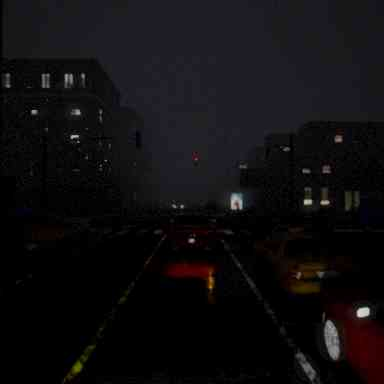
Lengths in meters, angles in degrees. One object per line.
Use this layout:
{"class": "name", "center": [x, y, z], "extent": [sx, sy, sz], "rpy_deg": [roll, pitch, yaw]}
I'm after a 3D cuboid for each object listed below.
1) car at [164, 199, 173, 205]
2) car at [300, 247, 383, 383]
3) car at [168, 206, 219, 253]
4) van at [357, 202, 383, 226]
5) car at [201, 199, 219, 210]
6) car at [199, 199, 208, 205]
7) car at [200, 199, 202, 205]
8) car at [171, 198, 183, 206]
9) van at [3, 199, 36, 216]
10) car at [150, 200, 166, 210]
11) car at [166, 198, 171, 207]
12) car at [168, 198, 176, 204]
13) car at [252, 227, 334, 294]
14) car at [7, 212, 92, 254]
{"class": "car", "center": [-5.637, 2.355, 80.859], "extent": [1.752, 1.417, 4.829], "rpy_deg": [0, -1, 0]}
{"class": "car", "center": [2.688, 1.574, 2.993], "extent": [1.887, 1.381, 4.507], "rpy_deg": [0, -1, 0]}
{"class": "car", "center": [0.051, 1.617, 14.477], "extent": [1.882, 1.535, 5.008], "rpy_deg": [0, 0, 1]}
{"class": "van", "center": [14.677, 1.651, 25.144], "extent": [3.998, 1.788, 1.690], "rpy_deg": [0, 0, 0]}
{"class": "car", "center": [2.718, 1.902, 46.857], "extent": [1.967, 1.590, 4.097], "rpy_deg": [0, -1, 0]}
{"class": "car", "center": [2.744, 2.383, 81.035], "extent": [2.008, 1.369, 4.403], "rpy_deg": [-1, -1, 0]}
{"class": "car", "center": [2.727, 2.165, 58.249], "extent": [1.802, 1.307, 4.206], "rpy_deg": [0, -1, 0]}
{"class": "car", "center": [-2.947, 2.087, 72.181], "extent": [2.097, 1.767, 4.553], "rpy_deg": [0, -1, 0]}
{"class": "van", "center": [-17.739, 1.603, 33.308], "extent": [3.998, 1.788, 1.690], "rpy_deg": [0, 0, 0]}
{"class": "car", "center": [-5.657, 2.073, 52.547], "extent": [2.008, 1.369, 4.403], "rpy_deg": [0, -1, 0]}
{"class": "car", "center": [-5.649, 2.195, 63.940], "extent": [2.008, 1.369, 4.403], "rpy_deg": [0, -1, 0]}
{"class": "car", "center": [-5.630, 2.400, 92.421], "extent": [1.967, 1.590, 4.097], "rpy_deg": [0, -1, 0]}
{"class": "car", "center": [2.692, 1.611, 8.860], "extent": [1.752, 1.417, 4.829], "rpy_deg": [0, -1, 0]}
{"class": "car", "center": [-5.685, 1.662, 14.227], "extent": [1.752, 1.417, 4.829], "rpy_deg": [0, -1, 0]}
